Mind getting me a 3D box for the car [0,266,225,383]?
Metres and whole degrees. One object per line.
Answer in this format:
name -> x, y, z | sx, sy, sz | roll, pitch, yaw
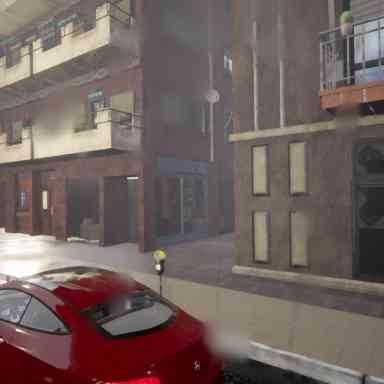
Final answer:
car -> -1.613, 1.583, 3.999 | 4.206, 1.307, 1.802 | 0, -1, 36
